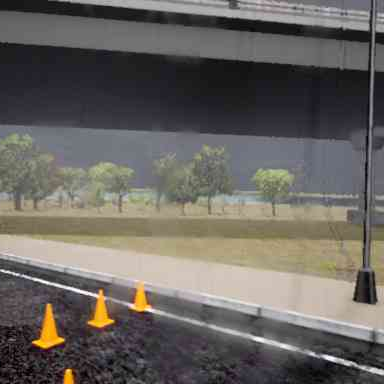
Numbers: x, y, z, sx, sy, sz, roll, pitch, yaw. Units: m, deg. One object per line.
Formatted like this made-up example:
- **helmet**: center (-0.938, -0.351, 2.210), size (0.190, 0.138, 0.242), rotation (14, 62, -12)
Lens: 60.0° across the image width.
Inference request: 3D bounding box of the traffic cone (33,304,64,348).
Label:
- **traffic cone**: center (-2.231, 2.041, 5.184), size (0.340, 0.580, 0.340), rotation (-1, -1, 36)

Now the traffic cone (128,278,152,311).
- **traffic cone**: center (-1.063, 2.068, 6.805), size (0.340, 0.580, 0.340), rotation (-1, -1, 36)

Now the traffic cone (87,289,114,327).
- **traffic cone**: center (-1.648, 2.055, 5.995), size (0.340, 0.580, 0.340), rotation (-1, -1, 36)

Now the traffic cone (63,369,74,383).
- **traffic cone**: center (-1.195, 2.010, 3.204), size (0.340, 0.580, 0.340), rotation (-1, -1, 36)
